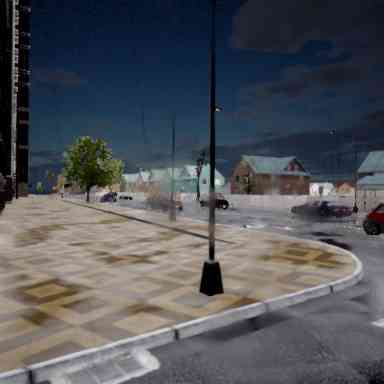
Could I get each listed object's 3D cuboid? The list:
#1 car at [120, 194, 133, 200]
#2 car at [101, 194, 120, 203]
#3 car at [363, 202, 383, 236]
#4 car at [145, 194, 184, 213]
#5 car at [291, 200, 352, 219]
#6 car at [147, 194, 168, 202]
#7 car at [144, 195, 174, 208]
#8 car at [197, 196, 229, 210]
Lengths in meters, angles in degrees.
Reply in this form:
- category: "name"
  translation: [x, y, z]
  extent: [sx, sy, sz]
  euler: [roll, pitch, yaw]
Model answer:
- category: "car"
  translation: [-13.723, 1.059, 68.412]
  extent: [1.895, 1.301, 4.718]
  euler: [1, 0, -28]
- category: "car"
  translation: [-13.555, 1.018, 53.848]
  extent: [1.812, 1.442, 4.674]
  euler: [1, 0, -27]
- category: "car"
  translation: [10.332, 1.280, 15.094]
  extent: [2.097, 1.767, 4.553]
  euler: [1, 0, -28]
- category: "car"
  translation: [-2.498, 1.187, 32.569]
  extent: [2.128, 1.511, 4.902]
  euler: [1, 0, -28]
- category: "car"
  translation: [10.783, 1.418, 28.101]
  extent: [2.033, 1.411, 5.357]
  euler: [1, 0, -23]
- category: "car"
  translation: [-6.493, 1.096, 61.621]
  extent: [2.033, 1.411, 5.357]
  euler: [1, 0, -28]
- category: "car"
  translation: [-4.427, 1.177, 43.261]
  extent: [2.033, 1.411, 5.357]
  euler: [1, 0, -28]
- category: "car"
  translation: [2.325, 1.236, 37.798]
  extent: [1.837, 1.490, 4.892]
  euler: [1, 1, -28]
